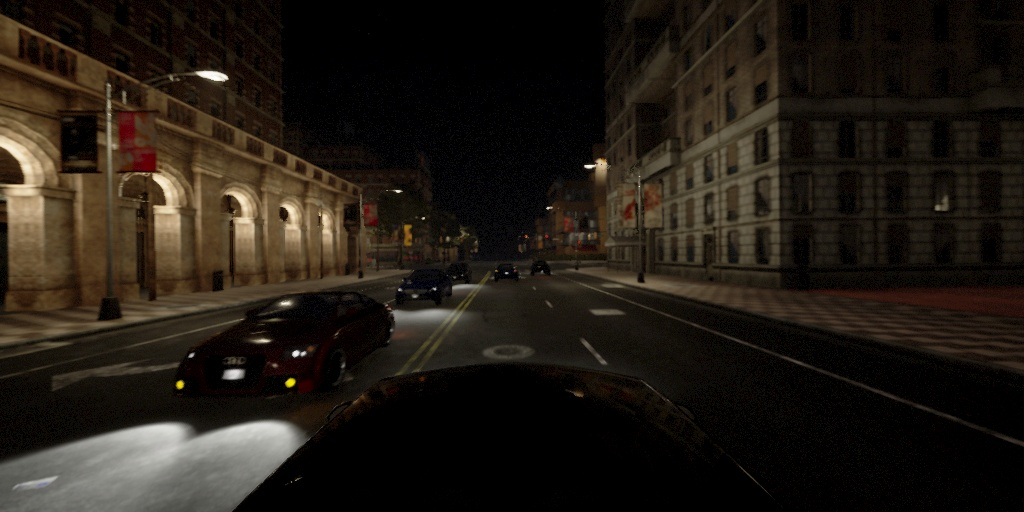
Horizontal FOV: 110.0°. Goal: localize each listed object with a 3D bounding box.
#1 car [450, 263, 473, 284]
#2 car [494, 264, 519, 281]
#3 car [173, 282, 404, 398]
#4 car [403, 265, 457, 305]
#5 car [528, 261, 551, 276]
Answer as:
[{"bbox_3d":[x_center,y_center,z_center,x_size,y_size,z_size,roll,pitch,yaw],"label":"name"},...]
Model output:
[{"bbox_3d":[-4.114,1.293,27.855,1.837,1.490,4.892,-1,0,-1],"label":"car"},{"bbox_3d":[-0.467,1.309,29.953,1.994,1.385,4.181,-1,0,-1],"label":"car"},{"bbox_3d":[-3.662,1.354,6.658,1.994,1.385,4.181,-1,0,-1],"label":"car"},{"bbox_3d":[-3.867,1.314,16.467,1.812,1.442,4.674,-1,0,-1],"label":"car"},{"bbox_3d":[2.790,1.211,36.262,1.837,1.490,4.892,-1,0,-1],"label":"car"}]
